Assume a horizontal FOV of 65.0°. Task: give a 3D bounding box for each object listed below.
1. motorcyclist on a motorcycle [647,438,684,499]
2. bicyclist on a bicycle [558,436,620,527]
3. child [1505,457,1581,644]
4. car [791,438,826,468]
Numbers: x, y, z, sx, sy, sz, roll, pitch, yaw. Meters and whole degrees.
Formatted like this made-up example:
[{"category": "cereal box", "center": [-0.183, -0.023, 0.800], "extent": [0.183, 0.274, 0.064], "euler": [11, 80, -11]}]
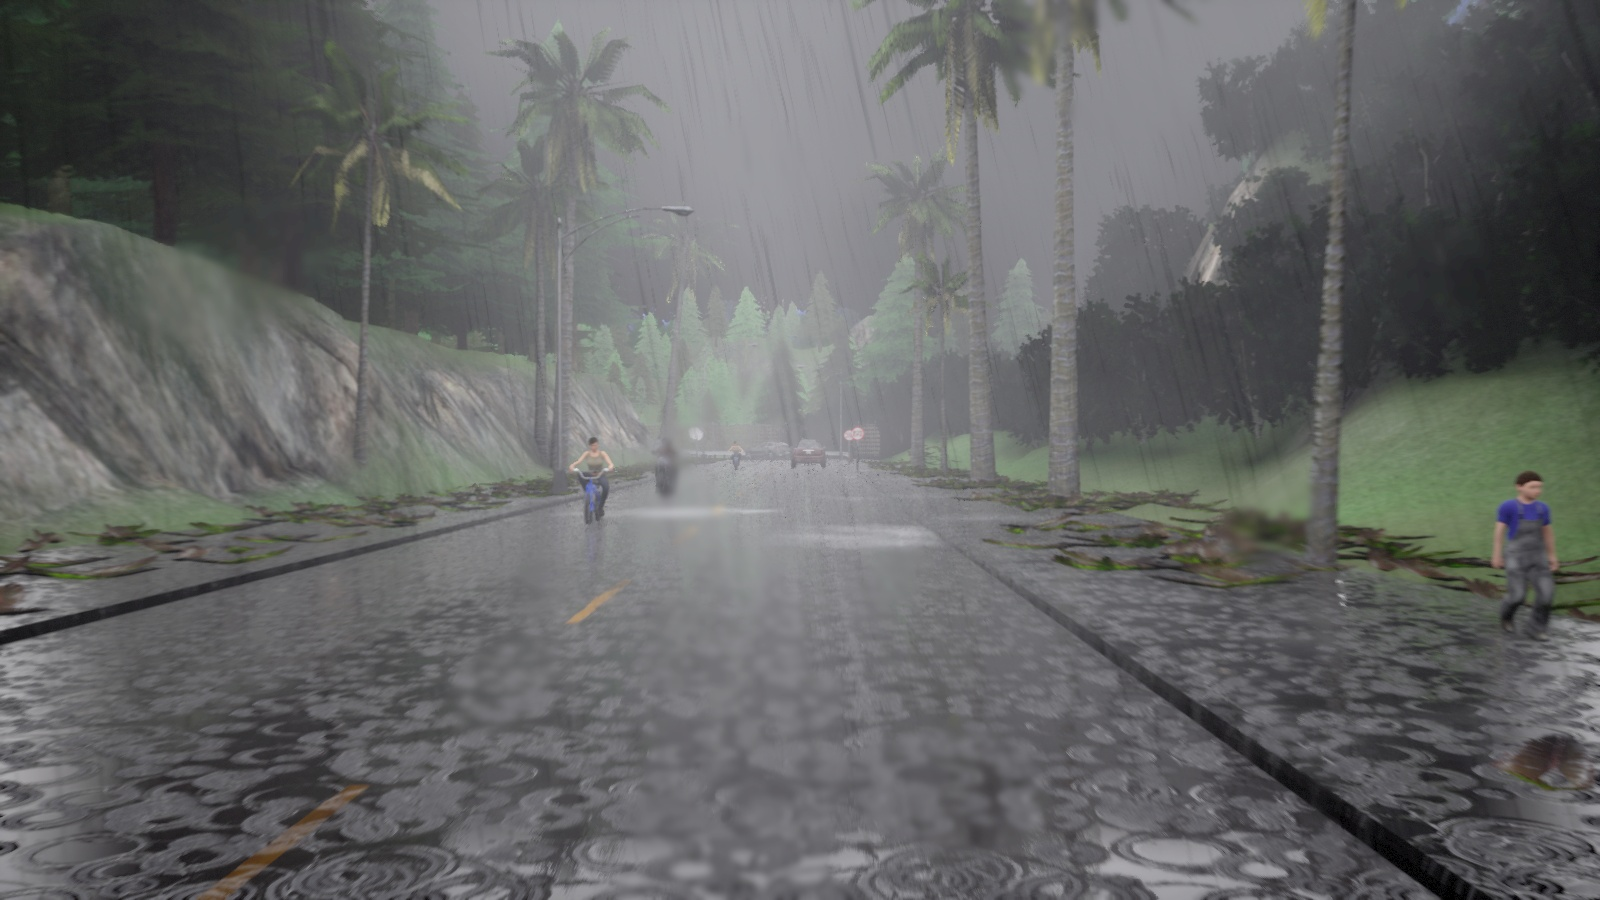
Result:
[{"category": "motorcyclist on a motorcycle", "center": [-3.768, 0.496, 35.400], "extent": [0.766, 1.649, 2.350], "euler": [0, 0, 0]}, {"category": "bicyclist on a bicycle", "center": [-3.849, 0.552, 23.026], "extent": [0.866, 1.612, 1.509], "euler": [0, 0, 1]}, {"category": "child", "center": [5.150, 0.682, 8.715], "extent": [0.270, 1.263, 0.437], "euler": [0, 0, 1]}, {"category": "car", "center": [0.527, 0.174, 77.357], "extent": [2.097, 1.767, 4.553], "euler": [0, 0, 0]}]
